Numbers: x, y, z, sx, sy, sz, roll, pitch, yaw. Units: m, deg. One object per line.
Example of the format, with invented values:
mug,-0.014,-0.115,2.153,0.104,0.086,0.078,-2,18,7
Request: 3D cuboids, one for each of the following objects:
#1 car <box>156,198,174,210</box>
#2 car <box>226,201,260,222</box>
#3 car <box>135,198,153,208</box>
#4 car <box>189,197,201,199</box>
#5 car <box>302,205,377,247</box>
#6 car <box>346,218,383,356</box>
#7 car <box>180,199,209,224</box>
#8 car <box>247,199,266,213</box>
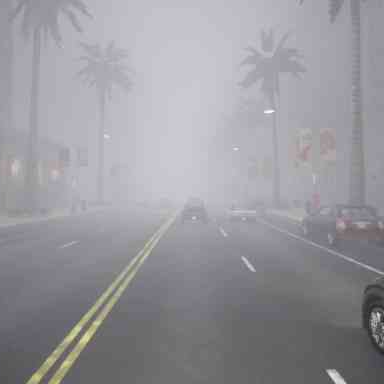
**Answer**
car,-3.306,1.486,42.027,1.837,1.490,4.892,0,0,1
car,3.683,1.588,25.675,1.895,1.301,4.718,0,0,1
car,-6.709,1.524,47.259,2.033,1.411,5.357,0,0,1
car,0.349,1.331,40.408,2.097,1.767,4.553,0,0,1
car,6.597,1.347,15.037,2.185,1.767,4.553,0,0,0
car,3.599,1.351,3.149,2.097,1.767,4.553,0,0,0
car,0.172,1.490,24.444,1.837,1.490,4.892,0,-1,1
car,6.903,1.495,36.966,2.161,1.482,4.786,0,0,0
